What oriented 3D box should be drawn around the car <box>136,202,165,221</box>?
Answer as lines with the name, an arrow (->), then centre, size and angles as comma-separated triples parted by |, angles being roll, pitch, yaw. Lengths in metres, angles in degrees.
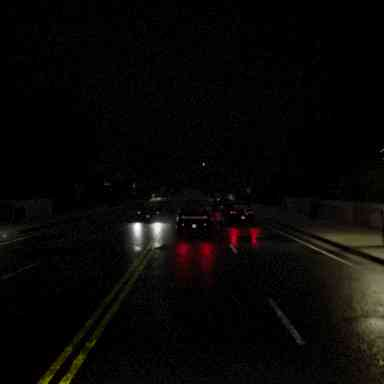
car -> -3.244, 1.510, 26.740 | 1.812, 1.442, 4.674 | 0, 0, 0

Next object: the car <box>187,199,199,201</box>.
car -> 0.108, 1.492, 38.215 | 2.033, 1.411, 5.357 | 0, 0, 0

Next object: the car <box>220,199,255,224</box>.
car -> 3.354, 1.492, 24.160 | 1.812, 1.442, 4.674 | 0, 0, 0

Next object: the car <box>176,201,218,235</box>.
car -> 0.105, 1.465, 18.759 | 2.128, 1.511, 4.902 | 0, 0, 0

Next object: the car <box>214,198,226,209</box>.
car -> 3.347, 1.434, 39.615 | 2.128, 1.511, 4.902 | 0, 0, 0
